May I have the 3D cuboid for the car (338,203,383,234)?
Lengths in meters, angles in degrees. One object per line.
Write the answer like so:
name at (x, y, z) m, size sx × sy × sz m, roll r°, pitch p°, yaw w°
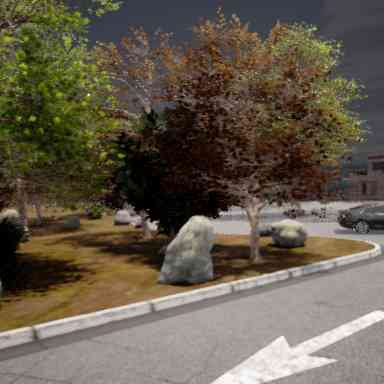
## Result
car at (10.159, 1.336, 17.085) m, size 4.892 × 1.490 × 1.837 m, roll -2°, pitch 1°, yaw 20°
